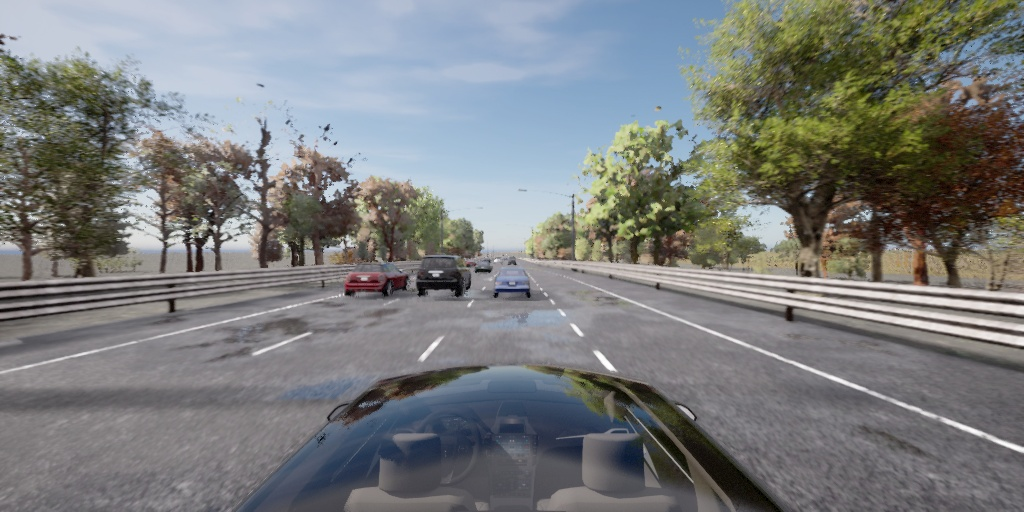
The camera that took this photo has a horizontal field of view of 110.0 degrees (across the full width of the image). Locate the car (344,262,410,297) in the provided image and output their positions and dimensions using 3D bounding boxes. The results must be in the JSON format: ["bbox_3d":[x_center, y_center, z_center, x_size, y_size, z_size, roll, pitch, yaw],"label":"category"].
[{"bbox_3d":[-6.988,1.107,19.102,2.097,1.767,4.553,0,0,0],"label":"car"}]

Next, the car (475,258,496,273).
[{"bbox_3d":[-3.472,1.331,44.790,1.994,1.385,4.181,0,0,0],"label":"car"}]

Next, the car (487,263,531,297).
[{"bbox_3d":[0.010,1.302,19.024,2.033,1.411,5.357,0,0,0],"label":"car"}]

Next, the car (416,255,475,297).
[{"bbox_3d":[-3.489,0.977,19.173,2.150,2.045,5.566,0,0,0],"label":"car"}]
